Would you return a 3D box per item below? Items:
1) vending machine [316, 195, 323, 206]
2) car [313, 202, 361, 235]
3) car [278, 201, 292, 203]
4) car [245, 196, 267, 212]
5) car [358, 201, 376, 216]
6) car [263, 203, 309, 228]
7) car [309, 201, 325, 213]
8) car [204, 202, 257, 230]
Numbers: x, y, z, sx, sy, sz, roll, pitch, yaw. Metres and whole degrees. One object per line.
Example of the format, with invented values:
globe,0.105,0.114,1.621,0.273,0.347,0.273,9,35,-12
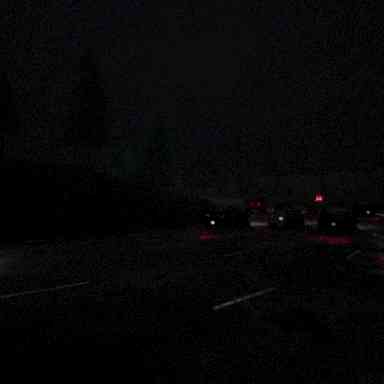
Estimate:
vending machine,25.740,1.697,67.146,1.100,2.100,0.880,0,0,0
car,8.961,1.630,20.283,1.882,1.535,5.008,0,-1,30
car,11.075,1.793,39.905,2.128,1.511,4.902,0,0,5
car,7.765,1.533,40.832,2.150,2.045,5.566,0,0,3
car,17.908,1.769,35.496,1.837,1.490,4.892,0,0,9
car,6.782,1.743,23.685,1.994,1.385,4.181,0,-1,27
car,14.369,1.789,37.865,1.837,1.490,4.892,0,0,6
car,2.561,1.681,23.007,1.837,1.490,4.892,0,0,31
